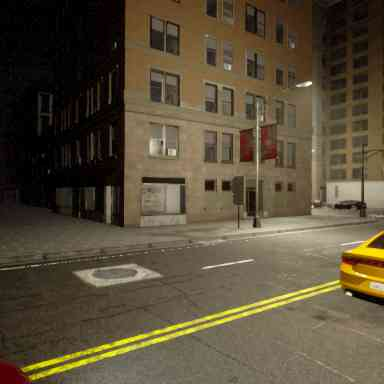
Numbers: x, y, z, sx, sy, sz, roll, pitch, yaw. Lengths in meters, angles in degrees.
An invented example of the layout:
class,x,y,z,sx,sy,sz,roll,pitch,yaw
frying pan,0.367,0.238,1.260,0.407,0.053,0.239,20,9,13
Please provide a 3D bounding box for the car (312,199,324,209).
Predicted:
class,x,y,z,sx,sy,sz,roll,pitch,yaw
car,15.578,1.582,44.937,2.008,1.369,4.403,0,0,-35

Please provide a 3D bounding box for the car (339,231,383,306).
class,x,y,z,sx,sy,sz,roll,pitch,yaw
car,5.222,1.478,7.183,5.008,1.535,1.882,0,0,-35

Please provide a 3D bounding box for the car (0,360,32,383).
class,x,y,z,sx,sy,sz,roll,pitch,yaw
car,-3.101,1.526,1.223,4.674,1.442,1.812,0,0,-36

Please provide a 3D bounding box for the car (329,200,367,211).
class,x,y,z,sx,sy,sz,roll,pitch,yaw
car,18.854,1.596,40.319,1.947,1.339,4.313,0,0,-35
